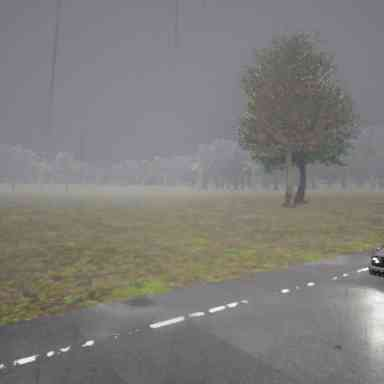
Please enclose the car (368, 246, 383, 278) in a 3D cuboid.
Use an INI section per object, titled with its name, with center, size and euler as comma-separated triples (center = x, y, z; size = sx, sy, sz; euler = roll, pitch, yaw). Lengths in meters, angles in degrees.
[car]
center = 6.887, 1.523, 8.903
size = 5.357, 1.411, 2.033
euler = 0, 0, -35
